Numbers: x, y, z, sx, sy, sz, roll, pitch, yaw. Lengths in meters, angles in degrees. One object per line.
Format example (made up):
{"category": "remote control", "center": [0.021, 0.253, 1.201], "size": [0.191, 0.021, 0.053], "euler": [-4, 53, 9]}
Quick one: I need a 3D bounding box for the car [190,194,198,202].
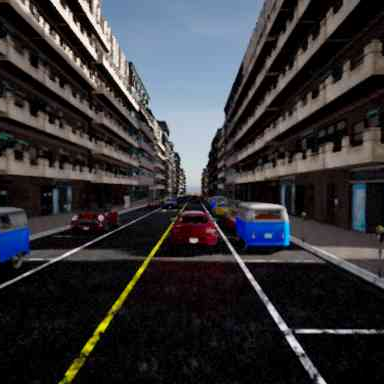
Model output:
{"category": "car", "center": [0.519, 1.510, 78.889], "size": [1.837, 1.490, 4.892], "euler": [0, 0, 0]}

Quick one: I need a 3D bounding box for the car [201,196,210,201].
{"category": "car", "center": [3.220, 1.582, 82.052], "size": [2.008, 1.369, 4.403], "euler": [0, 0, 0]}

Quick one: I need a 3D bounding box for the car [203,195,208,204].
{"category": "car", "center": [2.991, 1.569, 47.944], "size": [1.947, 1.339, 4.313], "euler": [0, 0, 0]}

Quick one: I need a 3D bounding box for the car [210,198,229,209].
{"category": "car", "center": [2.878, 1.526, 31.060], "size": [1.752, 1.417, 4.829], "euler": [0, 0, 0]}

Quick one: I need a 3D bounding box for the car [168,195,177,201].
{"category": "car", "center": [-5.123, 1.536, 87.796], "size": [1.887, 1.381, 4.507], "euler": [0, 0, 0]}

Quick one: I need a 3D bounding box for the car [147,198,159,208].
{"category": "car", "center": [-5.388, 1.538, 48.003], "size": [1.802, 1.307, 4.206], "euler": [0, 0, 0]}

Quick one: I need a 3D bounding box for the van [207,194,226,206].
{"category": "van", "center": [2.914, 1.342, 36.575], "size": [1.690, 1.788, 3.998], "euler": [0, 0, 0]}

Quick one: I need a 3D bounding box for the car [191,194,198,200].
{"category": "car", "center": [0.589, 1.375, 89.307], "size": [1.882, 1.535, 5.008], "euler": [0, 0, 0]}

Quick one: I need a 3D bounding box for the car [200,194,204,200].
{"category": "car", "center": [3.106, 1.597, 64.998], "size": [1.802, 1.307, 4.206], "euler": [0, 0, 0]}

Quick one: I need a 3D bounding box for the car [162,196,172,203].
{"category": "car", "center": [-5.238, 1.497, 70.572], "size": [1.752, 1.417, 4.829], "euler": [0, 0, 0]}

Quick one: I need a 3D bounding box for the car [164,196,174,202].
{"category": "car", "center": [-5.199, 1.528, 76.427], "size": [2.008, 1.369, 4.403], "euler": [0, 0, 0]}

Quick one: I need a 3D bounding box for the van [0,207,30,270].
{"category": "van", "center": [-5.635, 1.302, 8.210], "size": [1.690, 1.788, 3.998], "euler": [0, 0, 0]}

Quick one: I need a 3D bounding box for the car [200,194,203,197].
{"category": "car", "center": [3.180, 1.340, 76.367], "size": [2.192, 1.841, 5.009], "euler": [0, 0, 0]}

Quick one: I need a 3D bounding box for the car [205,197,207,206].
{"category": "car", "center": [2.953, 1.584, 42.260], "size": [1.802, 1.307, 4.206], "euler": [0, 0, 0]}

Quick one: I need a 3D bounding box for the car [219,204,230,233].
{"category": "car", "center": [2.801, 1.585, 19.520], "size": [1.802, 1.307, 4.206], "euler": [0, 0, 0]}

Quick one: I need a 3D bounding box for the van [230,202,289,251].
{"category": "van", "center": [2.763, 1.347, 13.836], "size": [1.690, 1.788, 3.998], "euler": [0, 0, 0]}

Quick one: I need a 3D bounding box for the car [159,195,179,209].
{"category": "car", "center": [-2.716, 1.521, 44.124], "size": [2.033, 1.411, 5.357], "euler": [0, 0, 0]}

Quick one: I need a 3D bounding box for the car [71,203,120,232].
{"category": "car", "center": [-5.590, 1.395, 19.579], "size": [1.967, 1.590, 4.097], "euler": [0, 0, 0]}

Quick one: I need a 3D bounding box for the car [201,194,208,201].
{"category": "car", "center": [3.067, 1.555, 59.313], "size": [1.887, 1.381, 4.507], "euler": [0, 0, 0]}

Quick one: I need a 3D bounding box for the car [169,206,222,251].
{"category": "car", "center": [0.081, 1.517, 13.924], "size": [1.812, 1.442, 4.674], "euler": [0, 0, 0]}
